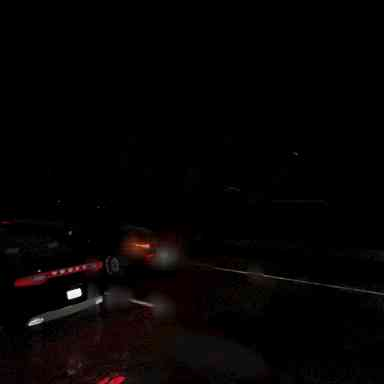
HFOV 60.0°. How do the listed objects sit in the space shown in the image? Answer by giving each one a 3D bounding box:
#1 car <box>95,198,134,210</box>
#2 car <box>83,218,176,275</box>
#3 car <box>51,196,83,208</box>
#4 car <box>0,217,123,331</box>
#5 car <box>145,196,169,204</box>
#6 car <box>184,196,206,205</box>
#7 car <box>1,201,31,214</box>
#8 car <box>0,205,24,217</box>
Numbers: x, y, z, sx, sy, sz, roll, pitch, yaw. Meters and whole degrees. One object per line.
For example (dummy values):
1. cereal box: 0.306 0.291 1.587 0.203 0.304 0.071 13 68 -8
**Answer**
1. car: -10.010 1.547 43.423 2.033 1.411 5.357 0 0 36
2. car: -2.607 1.526 10.129 4.674 1.442 1.812 0 0 35
3. car: -18.573 1.353 49.502 2.097 1.767 4.553 0 0 36
4. car: -3.898 1.478 6.760 5.008 1.535 1.882 0 0 35
5. car: -6.798 1.547 65.545 2.033 1.411 5.357 0 0 37
6. car: 0.525 1.505 57.831 1.837 1.490 4.892 0 0 36
7. car: -17.980 1.564 32.439 1.994 1.385 4.181 0 0 35
8. car: -10.084 1.505 15.456 4.892 1.490 1.837 0 0 36
